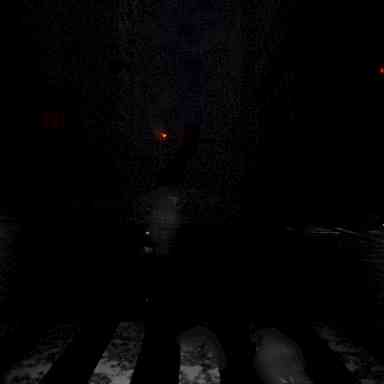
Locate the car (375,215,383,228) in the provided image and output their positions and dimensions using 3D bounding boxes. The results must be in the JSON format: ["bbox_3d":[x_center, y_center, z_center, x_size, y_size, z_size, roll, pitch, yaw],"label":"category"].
[{"bbox_3d":[13.496,1.652,19.561,4.718,1.301,1.895,0,1,0],"label":"car"}]

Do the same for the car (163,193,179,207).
[{"bbox_3d":[-3.262,1.210,52.114,2.150,2.045,5.566,0,0,0],"label":"car"}]

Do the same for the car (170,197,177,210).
[{"bbox_3d":[-3.243,1.591,41.524,1.895,1.301,4.718,0,0,0],"label":"car"}]

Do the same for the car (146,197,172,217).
[{"bbox_3d":[-3.206,1.518,31.564,1.812,1.442,4.674,0,0,-1],"label":"car"}]

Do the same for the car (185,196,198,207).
[{"bbox_3d":[-0.067,1.536,50.494,2.033,1.411,5.357,0,0,0],"label":"car"}]
